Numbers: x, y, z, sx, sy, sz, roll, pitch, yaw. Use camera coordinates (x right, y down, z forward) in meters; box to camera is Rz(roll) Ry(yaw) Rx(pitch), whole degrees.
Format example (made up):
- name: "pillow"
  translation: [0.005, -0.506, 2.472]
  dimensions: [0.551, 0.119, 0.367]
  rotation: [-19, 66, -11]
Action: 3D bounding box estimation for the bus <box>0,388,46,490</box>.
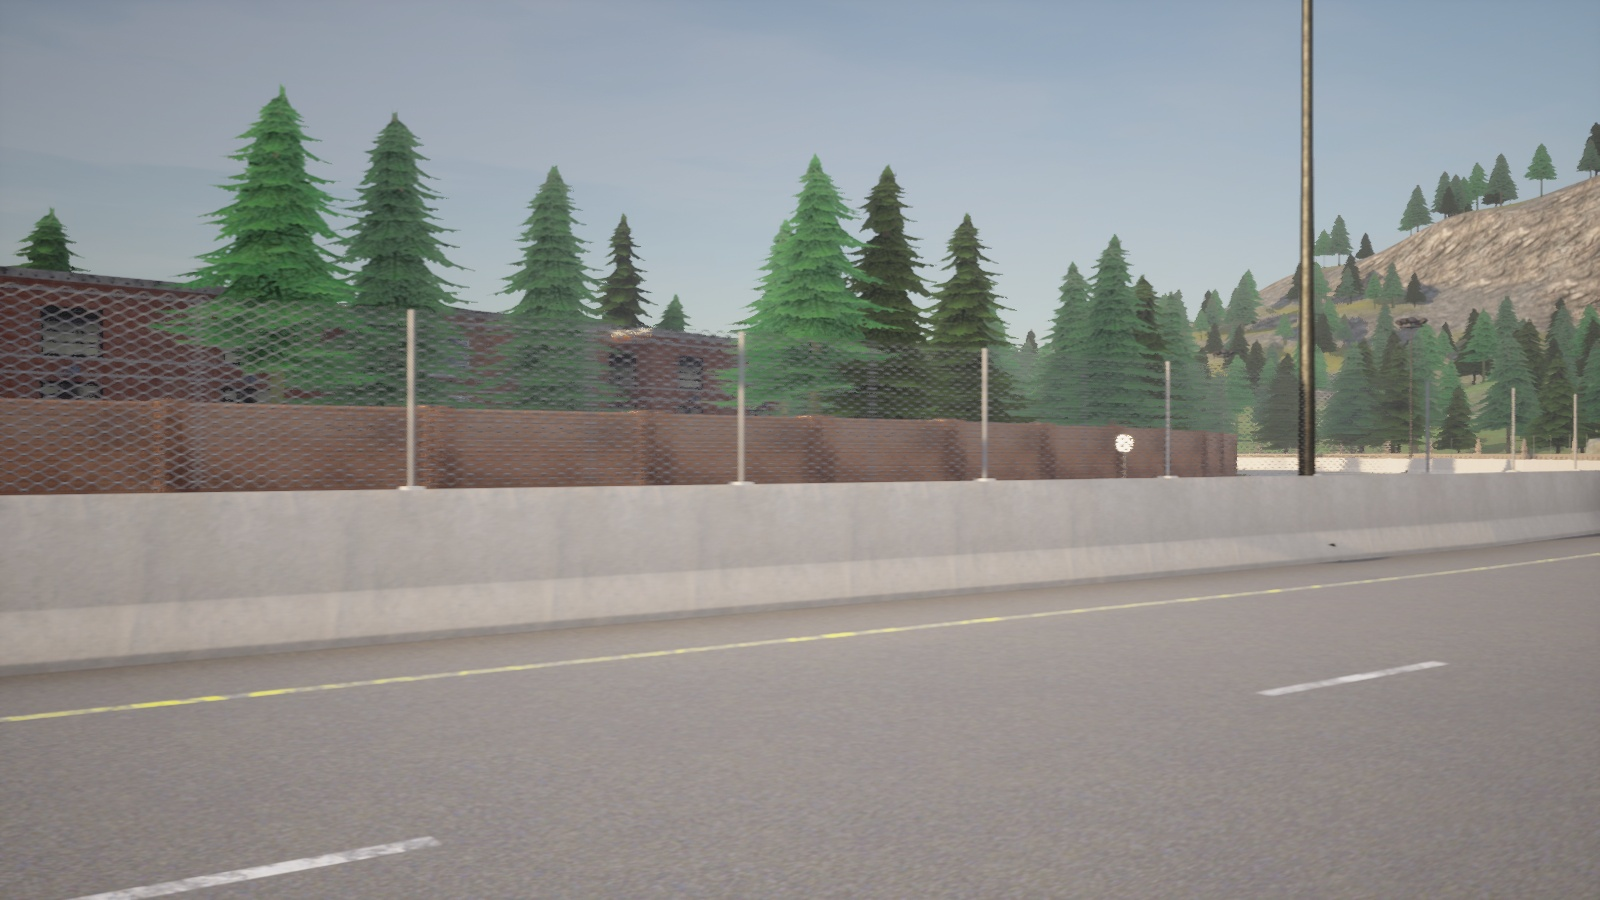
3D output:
- name: "bus"
  translation: [-37.486, -0.464, 51.887]
  dimensions: [10.273, 4.253, 3.944]
  rotation: [0, 0, -42]
